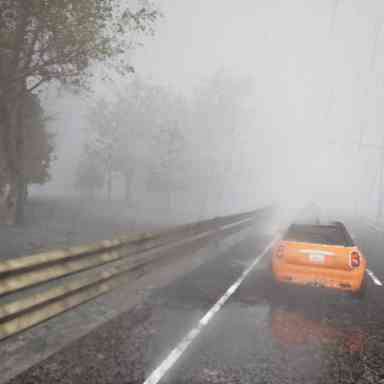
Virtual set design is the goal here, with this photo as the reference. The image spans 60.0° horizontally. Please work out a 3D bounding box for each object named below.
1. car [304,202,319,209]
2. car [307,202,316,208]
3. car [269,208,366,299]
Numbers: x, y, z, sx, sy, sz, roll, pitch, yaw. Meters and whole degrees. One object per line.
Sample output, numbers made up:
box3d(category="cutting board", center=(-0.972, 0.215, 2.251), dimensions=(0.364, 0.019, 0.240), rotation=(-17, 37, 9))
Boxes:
box3d(category="car", center=(17.611, 2.238, 49.042), dimensions=(2.097, 1.767, 4.553), rotation=(3, 0, 20))
box3d(category="car", center=(28.060, 3.000, 78.198), dimensions=(1.895, 1.301, 4.718), rotation=(3, 0, 20))
box3d(category="car", center=(3.501, 1.529, 9.422), dimensions=(2.097, 1.767, 4.553), rotation=(3, 0, 20))
